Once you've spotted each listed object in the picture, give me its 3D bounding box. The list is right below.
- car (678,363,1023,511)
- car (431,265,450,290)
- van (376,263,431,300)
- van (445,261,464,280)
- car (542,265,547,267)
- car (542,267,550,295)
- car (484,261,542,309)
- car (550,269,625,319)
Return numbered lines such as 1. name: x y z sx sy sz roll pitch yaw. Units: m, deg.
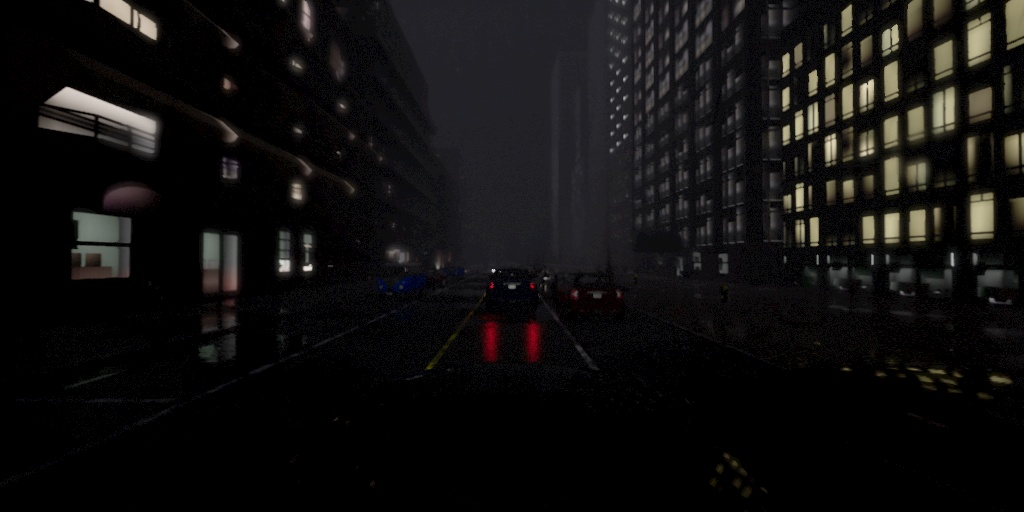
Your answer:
1. car: 2.691 1.320 2.188 1.948 1.339 4.313 0 0 0
2. car: -5.694 1.511 24.278 1.888 1.381 4.507 0 0 0
3. van: -5.693 1.253 18.756 1.690 1.789 3.998 0 0 0
4. van: -5.695 1.414 35.322 1.690 1.789 3.998 0 0 0
5. car: 2.687 1.516 24.279 2.007 1.370 4.403 0 0 0
6. car: 2.688 1.463 18.756 2.007 1.370 4.403 0 0 0
7. car: 0.000 1.235 15.925 2.097 1.767 4.553 0 -1 0
8. car: 2.689 1.299 13.233 1.967 1.591 4.097 0 0 0
